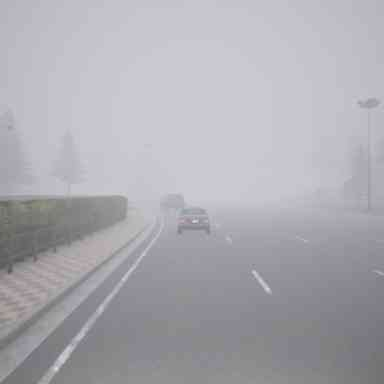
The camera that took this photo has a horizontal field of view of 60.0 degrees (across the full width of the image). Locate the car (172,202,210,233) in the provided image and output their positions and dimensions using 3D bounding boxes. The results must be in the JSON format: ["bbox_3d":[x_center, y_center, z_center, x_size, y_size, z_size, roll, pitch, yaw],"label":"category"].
[{"bbox_3d":[0.078,1.565,19.639,2.033,1.411,5.357,0,0,-1],"label":"car"}]

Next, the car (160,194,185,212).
[{"bbox_3d":[-2.370,1.257,39.488,2.150,2.045,5.566,0,0,-15],"label":"car"}]
